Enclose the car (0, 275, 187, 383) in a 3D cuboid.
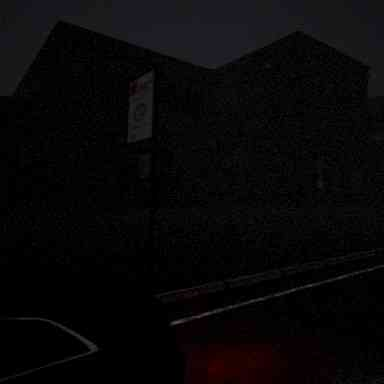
[{"bbox_3d":[-2.327,1.504,2.245,4.892,1.490,1.837,0,0,-36],"label":"car"}]
